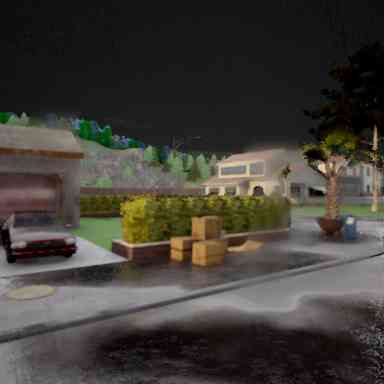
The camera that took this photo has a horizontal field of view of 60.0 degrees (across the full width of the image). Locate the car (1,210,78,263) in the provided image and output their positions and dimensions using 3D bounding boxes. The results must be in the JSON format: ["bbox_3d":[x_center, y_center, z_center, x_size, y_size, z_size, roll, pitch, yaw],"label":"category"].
[{"bbox_3d":[-5.469,1.356,11.495,2.033,1.415,5.357,0,0,-33],"label":"car"}]

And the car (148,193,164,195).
[{"bbox_3d":[-5.697,1.220,48.972,2.150,2.045,5.566,0,0,-35],"label":"car"}]
